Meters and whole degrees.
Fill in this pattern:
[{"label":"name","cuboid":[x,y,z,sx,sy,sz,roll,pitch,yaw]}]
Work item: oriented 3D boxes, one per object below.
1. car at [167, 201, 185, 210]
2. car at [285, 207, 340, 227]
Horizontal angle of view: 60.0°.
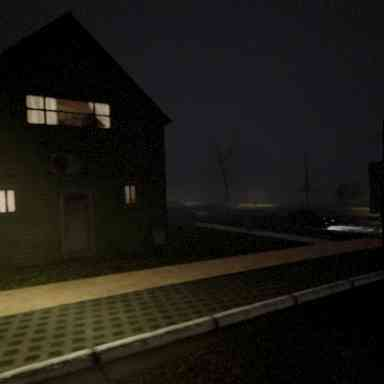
[{"label":"car","cuboid":[-2.334,2.128,46.892,1.837,1.490,4.892,-3,1,-30]},{"label":"car","cuboid":[9.391,1.926,26.234,1.994,1.385,4.181,-3,1,-30]}]
